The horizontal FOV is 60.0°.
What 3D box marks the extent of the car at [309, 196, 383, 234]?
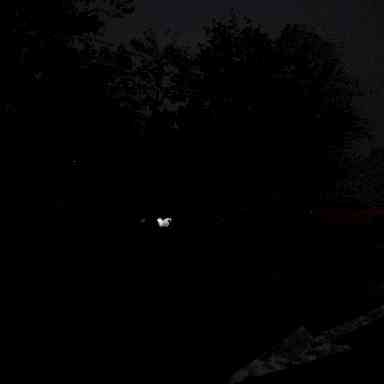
[{"bbox_3d":[8.426,1.064,16.999,4.553,1.767,2.097,-2,2,45],"label":"car"}]
